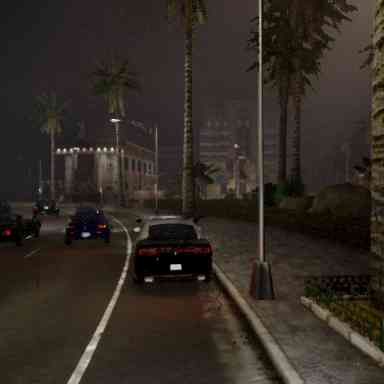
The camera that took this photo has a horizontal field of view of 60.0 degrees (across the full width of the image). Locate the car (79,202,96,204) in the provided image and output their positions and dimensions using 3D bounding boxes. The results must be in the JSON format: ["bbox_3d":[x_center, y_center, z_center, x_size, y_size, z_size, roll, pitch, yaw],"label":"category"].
[{"bbox_3d":[-9.717,1.610,30.849,1.895,1.301,4.718,0,0,-24],"label":"car"}]

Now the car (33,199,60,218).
[{"bbox_3d":[-12.887,1.356,29.365,2.097,1.767,4.553,0,0,-24],"label":"car"}]

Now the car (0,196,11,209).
[{"bbox_3d":[-14.276,1.316,23.483,2.150,2.045,5.566,0,0,-20],"label":"car"}]

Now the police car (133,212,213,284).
[{"bbox_3d":[-0.678,1.424,9.770,1.930,1.638,5.238,0,0,-7],"label":"police car"}]

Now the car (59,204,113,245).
[{"bbox_3d":[-4.717,1.530,15.542,1.812,1.442,4.674,0,0,-12],"label":"car"}]

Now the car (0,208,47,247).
[{"bbox_3d":[-8.146,1.611,14.839,1.895,1.301,4.718,0,0,-12],"label":"car"}]
